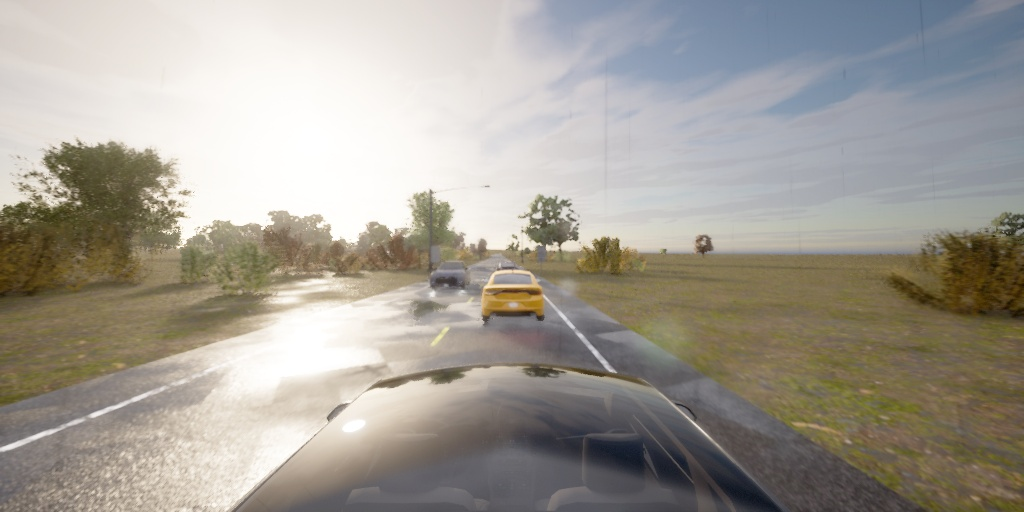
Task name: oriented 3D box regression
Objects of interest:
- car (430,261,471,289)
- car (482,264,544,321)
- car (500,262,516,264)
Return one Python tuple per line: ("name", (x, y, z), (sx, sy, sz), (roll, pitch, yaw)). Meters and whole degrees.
("car", (-3.833, 1.101, 22.931), (2.097, 1.767, 4.553), (0, 0, -1))
("car", (0.014, 1.229, 12.581), (1.882, 1.535, 5.008), (0, 0, -1))
("car", (-0.370, 1.235, 30.712), (2.128, 1.511, 4.902), (0, 0, -2))
